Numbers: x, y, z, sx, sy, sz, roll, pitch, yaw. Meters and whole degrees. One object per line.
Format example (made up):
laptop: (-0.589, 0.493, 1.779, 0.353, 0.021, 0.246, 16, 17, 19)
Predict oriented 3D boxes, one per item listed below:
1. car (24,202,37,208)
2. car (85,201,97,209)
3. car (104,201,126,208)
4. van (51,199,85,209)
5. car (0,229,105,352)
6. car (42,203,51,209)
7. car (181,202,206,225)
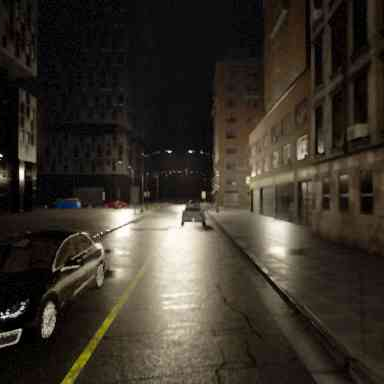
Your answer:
car: (-31.409, 2.506, 62.488, 4.206, 1.307, 1.802, 0, -1, 0)
car: (-20.112, 2.412, 62.477, 4.313, 1.339, 1.947, 0, -1, 0)
car: (-14.464, 2.388, 62.471, 4.206, 1.307, 1.802, 0, -1, 0)
van: (-20.114, 2.019, 53.957, 3.998, 1.788, 1.690, 0, -1, 0)
car: (-3.099, 1.580, 6.593, 1.837, 1.490, 4.892, 0, -1, 0)
car: (-25.761, 2.436, 62.483, 4.403, 1.369, 2.008, 0, -1, 0)
car: (0.098, 1.822, 26.530, 1.812, 1.442, 4.674, 0, 0, 0)
